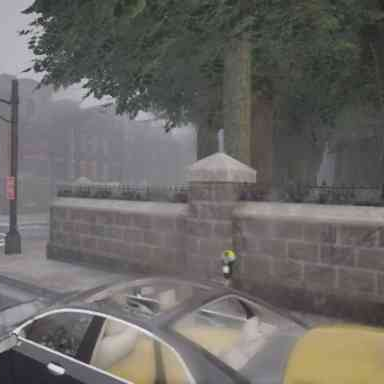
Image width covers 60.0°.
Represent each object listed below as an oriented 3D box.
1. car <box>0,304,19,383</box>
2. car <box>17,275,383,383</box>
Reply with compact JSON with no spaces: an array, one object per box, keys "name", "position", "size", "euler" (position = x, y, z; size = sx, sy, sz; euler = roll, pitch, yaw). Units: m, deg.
[{"name":"car","position":[-0.583,1.550,3.238],"size":[4.403,1.369,2.008],"euler":[0,1,36]},{"name":"car","position":[1.038,1.525,2.111],"size":[4.829,1.417,1.752],"euler":[0,1,36]}]
